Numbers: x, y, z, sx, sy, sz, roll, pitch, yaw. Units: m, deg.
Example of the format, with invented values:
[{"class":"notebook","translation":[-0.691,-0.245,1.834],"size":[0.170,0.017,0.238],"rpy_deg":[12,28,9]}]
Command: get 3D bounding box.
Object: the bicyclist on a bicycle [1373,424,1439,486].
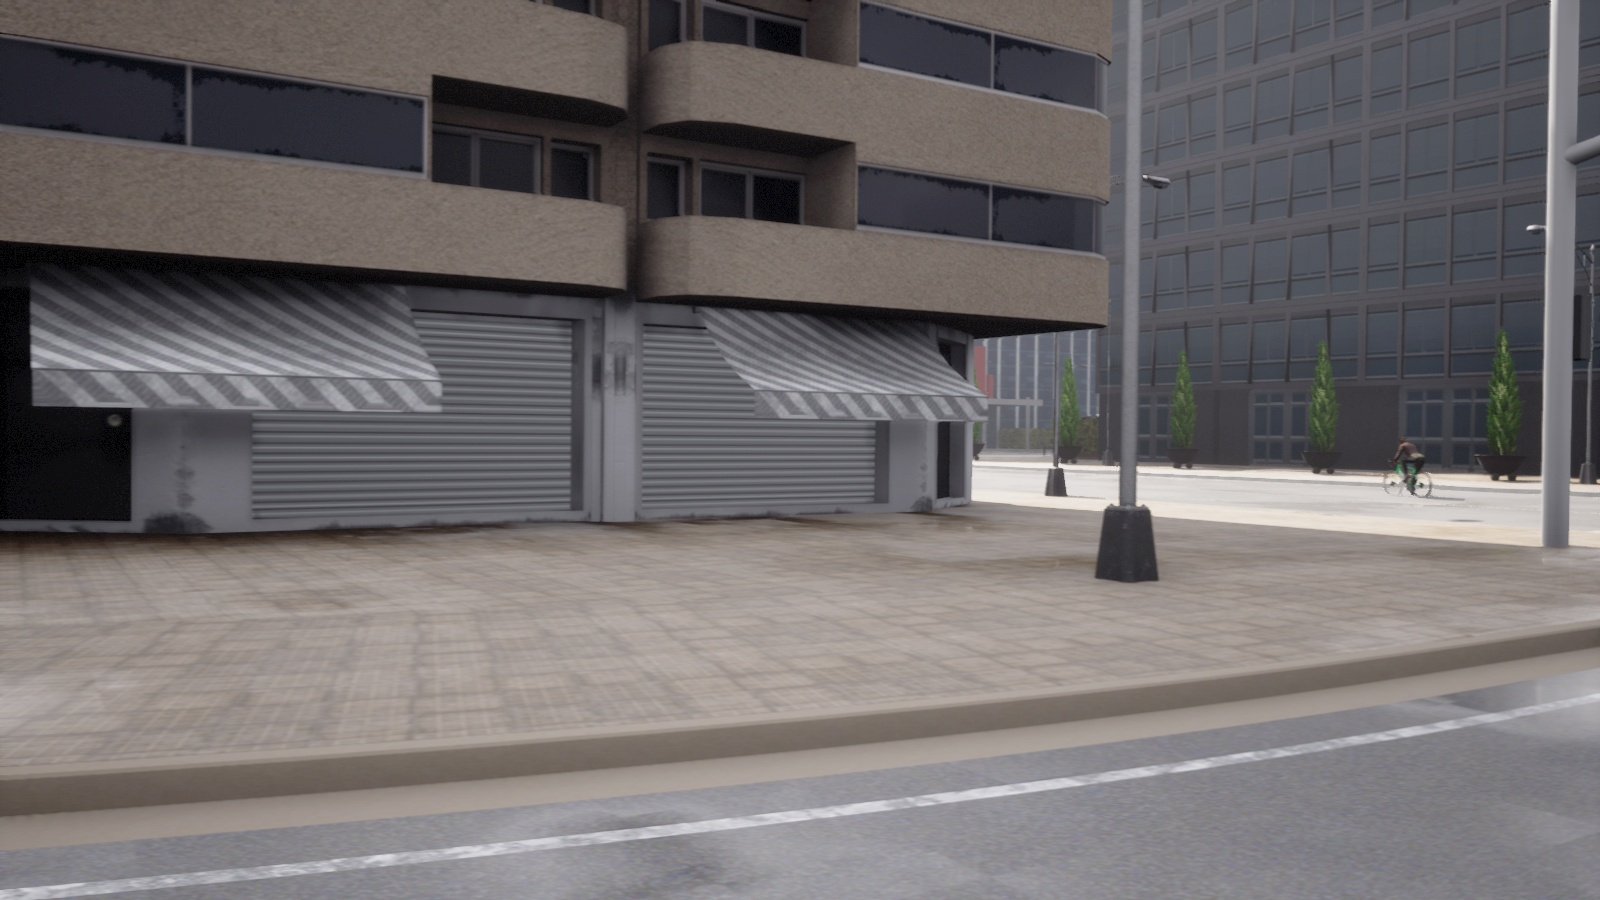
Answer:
[{"class":"bicyclist on a bicycle","translation":[16.184,0.118,33.549],"size":[0.582,1.620,1.656],"rpy_deg":[-1,1,-19]}]
